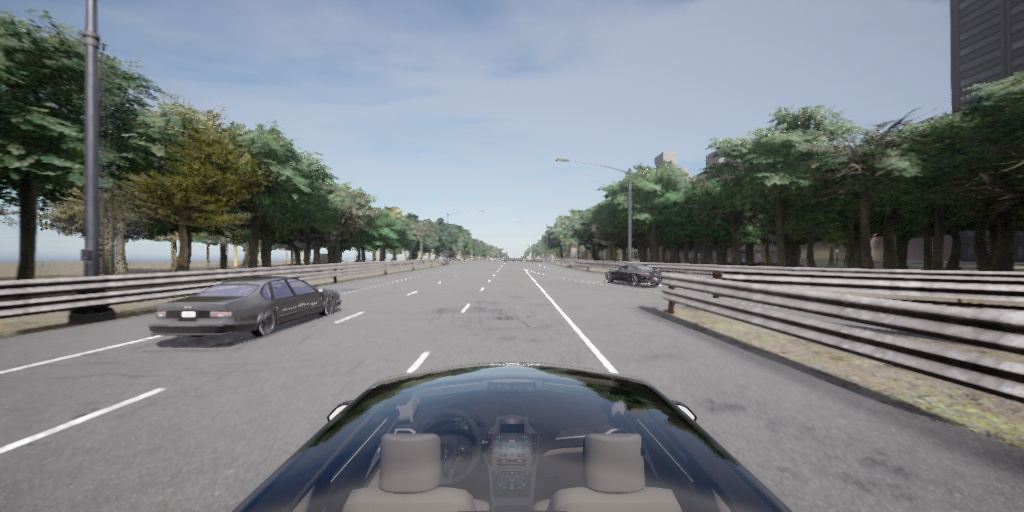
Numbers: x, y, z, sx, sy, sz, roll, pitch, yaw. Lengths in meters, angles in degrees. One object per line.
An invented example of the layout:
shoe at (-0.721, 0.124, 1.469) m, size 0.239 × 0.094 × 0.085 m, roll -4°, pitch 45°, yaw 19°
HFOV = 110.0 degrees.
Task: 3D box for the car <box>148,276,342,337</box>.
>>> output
car at (-6.902, 1.287, 10.161) m, size 2.033 × 1.411 × 5.357 m, roll 0°, pitch 0°, yaw 0°

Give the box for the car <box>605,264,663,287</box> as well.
car at (8.241, 1.241, 24.472) m, size 1.812 × 1.442 × 4.674 m, roll 0°, pitch 0°, yaw -17°
